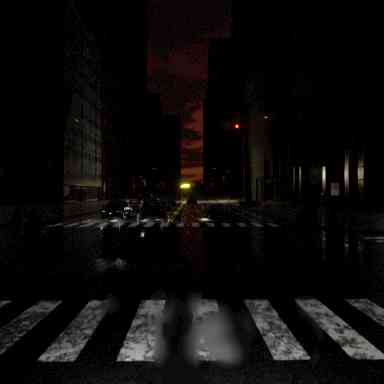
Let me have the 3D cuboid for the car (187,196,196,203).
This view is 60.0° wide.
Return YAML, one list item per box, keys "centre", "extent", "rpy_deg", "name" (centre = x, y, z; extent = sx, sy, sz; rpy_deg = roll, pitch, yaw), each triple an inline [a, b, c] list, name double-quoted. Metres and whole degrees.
- centre: [-0.077, 1.569, 70.904]
  extent: [1.994, 1.385, 4.181]
  rpy_deg: [0, 0, 0]
  name: "car"

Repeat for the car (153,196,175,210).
- centre: [-3.423, 1.529, 40.132]
  extent: [1.812, 1.442, 4.674]
  rpy_deg: [0, 0, 0]
  name: "car"

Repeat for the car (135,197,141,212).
- centre: [-6.667, 1.604, 38.821]
  extent: [1.895, 1.301, 4.718]
  rpy_deg: [0, 0, 0]
  name: "car"

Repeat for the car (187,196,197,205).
- centre: [-0.022, 1.555, 60.576]
  extent: [2.033, 1.411, 5.357]
  rpy_deg: [0, 0, 0]
  name: "car"

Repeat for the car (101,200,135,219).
- centre: [-6.665, 1.507, 29.558]
  extent: [1.837, 1.490, 4.892]
  rpy_deg: [0, 0, 0]
  name: "car"

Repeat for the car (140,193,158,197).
- centre: [-6.677, 1.227, 48.732]
  extent: [2.150, 2.045, 5.566]
  rpy_deg: [0, 0, 0]
  name: "car"

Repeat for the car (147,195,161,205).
- centre: [-6.661, 1.359, 58.994]
  extent: [2.097, 1.767, 4.553]
  rpy_deg: [0, 0, -1]
  name: "car"

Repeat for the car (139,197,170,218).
- centre: [-3.400, 1.480, 30.851]
  extent: [1.882, 1.535, 5.008]
  rpy_deg: [0, 0, 0]
  name: "car"
